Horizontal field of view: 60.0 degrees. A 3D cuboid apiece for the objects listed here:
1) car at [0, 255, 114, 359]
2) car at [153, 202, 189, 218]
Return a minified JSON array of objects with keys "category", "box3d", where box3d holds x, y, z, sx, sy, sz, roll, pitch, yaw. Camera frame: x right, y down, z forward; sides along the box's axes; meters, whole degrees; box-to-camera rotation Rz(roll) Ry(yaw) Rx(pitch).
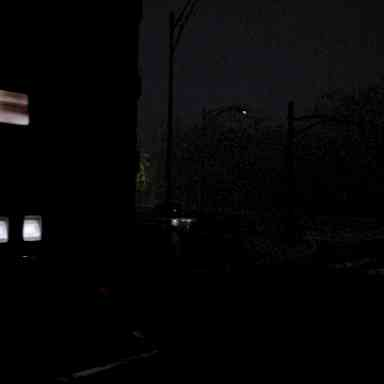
[{"category":"car","box3d":[-3.160,1.581,4.455,4.206,1.307,1.802,1,0,-35]},{"category":"car","box3d":[-2.087,1.665,31.736,1.812,1.442,4.674,1,-1,-34]}]
